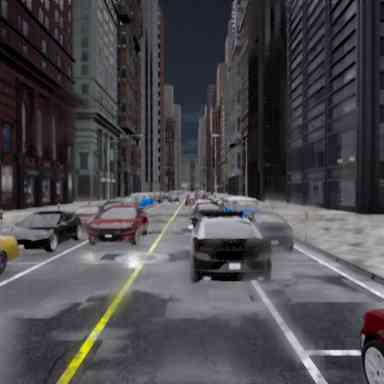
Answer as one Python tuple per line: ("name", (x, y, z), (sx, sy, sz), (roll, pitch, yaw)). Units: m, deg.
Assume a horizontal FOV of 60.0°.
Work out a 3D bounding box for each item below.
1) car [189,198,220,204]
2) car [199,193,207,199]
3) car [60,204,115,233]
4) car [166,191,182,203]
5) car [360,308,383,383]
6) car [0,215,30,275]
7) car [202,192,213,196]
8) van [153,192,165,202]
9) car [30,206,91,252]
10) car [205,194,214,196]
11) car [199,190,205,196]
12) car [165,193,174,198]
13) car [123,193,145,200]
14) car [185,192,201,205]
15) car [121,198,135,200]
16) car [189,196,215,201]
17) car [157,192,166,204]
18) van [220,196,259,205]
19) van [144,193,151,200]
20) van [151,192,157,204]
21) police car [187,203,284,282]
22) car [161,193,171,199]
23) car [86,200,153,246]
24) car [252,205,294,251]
("car", (0.899, 1.333, 19.479), (1.837, 1.490, 4.892), (0, 0, 0))
("car", (2.752, 0.868, 81.096), (1.752, 1.417, 4.829), (0, 0, 0))
("car", (-5.765, 1.414, 18.913), (1.802, 1.307, 4.206), (0, 0, 0))
("car", (-3.084, 1.037, 55.652), (1.837, 1.490, 4.892), (0, 1, 0))
("car", (2.762, 1.525, 2.022), (1.887, 1.381, 4.507), (0, 1, 0))
("car", (-5.764, 1.457, 7.469), (1.752, 1.417, 4.829), (0, 1, 0))
("car", (2.756, 1.146, 47.110), (1.887, 1.381, 4.507), (0, 0, 0))
("van", (-5.770, 0.854, 58.364), (1.690, 1.788, 3.998), (0, 0, 0))
("car", (-5.765, 1.447, 13.276), (1.947, 1.339, 4.313), (0, 1, 0))
("car", (2.758, 1.242, 35.838), (2.008, 1.369, 4.403), (0, 0, 0))
("car", (2.754, 0.828, 58.380), (2.192, 1.841, 5.009), (0, 0, 0))
("car", (-5.773, 0.869, 86.549), (1.947, 1.339, 4.313), (0, 0, 0))
("car", (-5.767, 1.178, 30.185), (1.967, 1.590, 4.097), (0, 0, 0))
("car", (0.015, 1.128, 46.918), (1.812, 1.442, 4.674), (0, 0, 0))
("car", (-5.766, 1.350, 24.549), (1.947, 1.339, 4.313), (0, 0, 0))
("car", (0.847, 1.303, 25.477), (1.812, 1.442, 4.674), (0, 0, 0))
("car", (-5.770, 0.871, 52.728), (2.192, 1.841, 5.009), (0, 0, 0))
("van", (2.759, 1.173, 18.928), (1.690, 1.788, 3.998), (0, 0, 0))
("van", (-5.768, 1.033, 35.820), (1.690, 1.788, 3.998), (0, 0, 0))
("van", (-5.769, 0.987, 41.456), (1.690, 1.788, 3.998), (0, 0, 0))
("police car", (0.899, 1.338, 9.588), (1.930, 1.638, 5.238), (0, 1, 0))
("car", (-5.772, 0.930, 75.276), (1.887, 1.381, 4.507), (0, 0, 0))
("car", (-3.101, 1.345, 14.849), (1.882, 1.535, 5.008), (0, 1, 0))
("car", (2.760, 1.432, 13.294), (2.008, 1.369, 4.403), (0, 0, 0))
